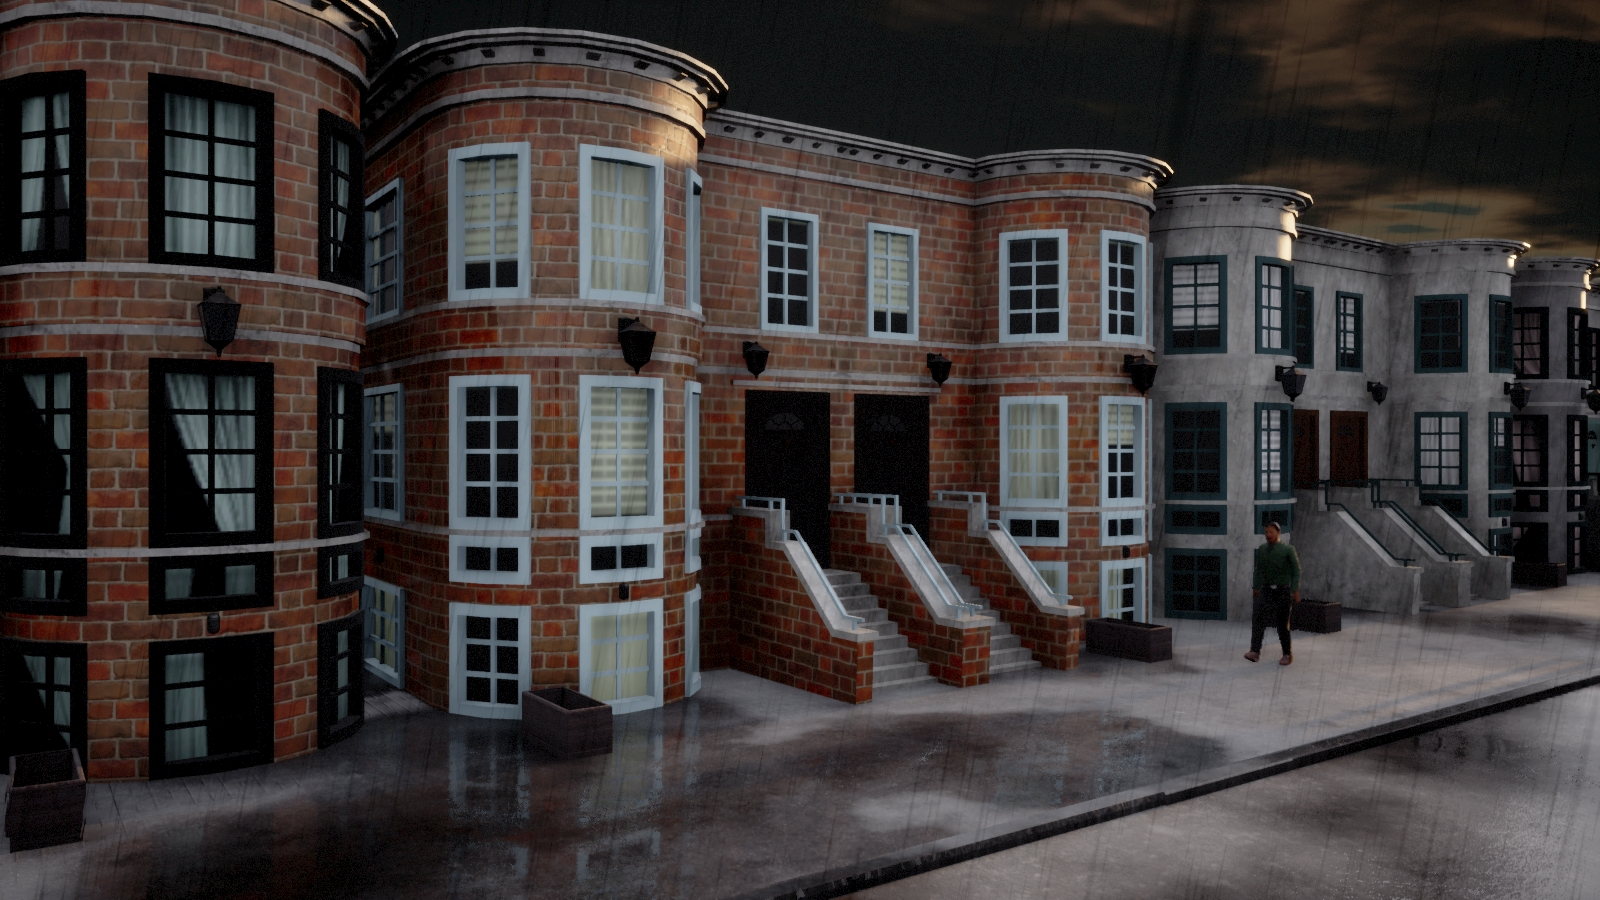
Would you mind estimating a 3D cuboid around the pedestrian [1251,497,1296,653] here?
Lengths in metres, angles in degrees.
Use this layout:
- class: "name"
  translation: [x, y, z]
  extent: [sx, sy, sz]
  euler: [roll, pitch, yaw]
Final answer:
- class: "pedestrian"
  translation: [5.821, 1.521, 14.055]
  extent: [0.375, 1.860, 0.375]
  euler: [0, 0, -38]
